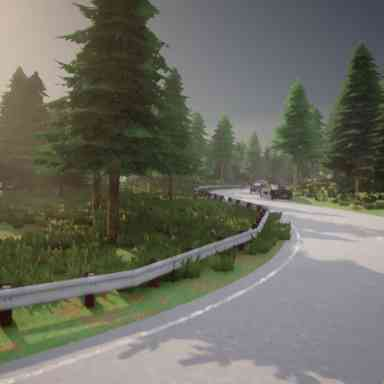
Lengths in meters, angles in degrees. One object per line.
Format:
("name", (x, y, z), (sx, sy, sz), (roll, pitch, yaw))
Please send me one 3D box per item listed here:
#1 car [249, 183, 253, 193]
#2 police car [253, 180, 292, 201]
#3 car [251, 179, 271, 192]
("car", (8.220, -0.570, 41.409), (1.812, 1.442, 4.674), (1, 4, 11))
("police car", (7.977, -0.079, 32.374), (1.930, 1.638, 5.238), (2, 4, -8))
("car", (9.840, -0.965, 46.867), (1.801, 1.575, 5.366), (0, 3, 22))
